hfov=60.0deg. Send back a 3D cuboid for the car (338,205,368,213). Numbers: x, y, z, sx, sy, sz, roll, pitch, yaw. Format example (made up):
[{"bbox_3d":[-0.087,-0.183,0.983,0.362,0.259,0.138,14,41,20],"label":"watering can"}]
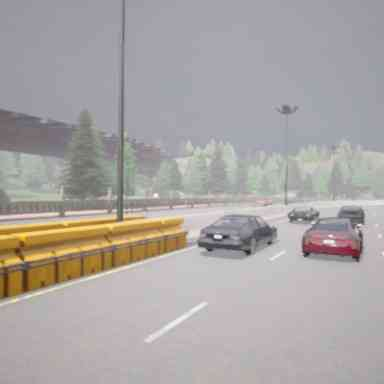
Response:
[{"bbox_3d":[12.713,1.793,26.431,1.837,1.490,4.892,0,0,29],"label":"car"}]

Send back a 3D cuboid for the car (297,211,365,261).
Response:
[{"bbox_3d":[5.670,1.700,13.198,1.994,1.385,4.181,0,0,28],"label":"car"}]

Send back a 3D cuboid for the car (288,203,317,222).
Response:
[{"bbox_3d":[9.489,1.863,27.834,1.895,1.301,4.718,0,0,29],"label":"car"}]

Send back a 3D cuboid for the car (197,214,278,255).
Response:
[{"bbox_3d":[2.103,1.651,13.966,2.033,1.411,5.357,0,0,28],"label":"car"}]

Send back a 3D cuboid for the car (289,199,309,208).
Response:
[{"bbox_3d":[19.014,2.023,59.000,1.882,1.535,5.008,0,-1,35],"label":"car"}]
